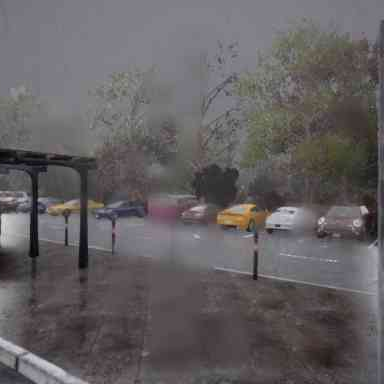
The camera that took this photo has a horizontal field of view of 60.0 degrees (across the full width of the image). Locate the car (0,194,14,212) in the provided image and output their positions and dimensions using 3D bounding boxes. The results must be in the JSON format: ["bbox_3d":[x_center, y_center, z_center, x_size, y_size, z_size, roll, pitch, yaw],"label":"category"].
[{"bbox_3d":[-16.988,1.251,34.716,2.097,1.535,5.008,1,0,35],"label":"car"}]

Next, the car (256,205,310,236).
[{"bbox_3d":[5.657,1.542,18.670,2.002,1.452,4.674,1,0,35],"label":"car"}]

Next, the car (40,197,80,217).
[{"bbox_3d":[-10.304,1.323,29.749,1.946,1.575,5.366,1,0,35],"label":"car"}]

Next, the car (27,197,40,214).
[{"bbox_3d":[-12.445,1.330,31.528,2.163,1.488,4.792,1,0,35],"label":"car"}]

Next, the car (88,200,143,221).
[{"bbox_3d":[-5.683,1.405,26.668,2.163,1.488,4.792,1,0,35],"label":"car"}]

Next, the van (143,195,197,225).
[{"bbox_3d":[-1.068,1.200,23.578,1.878,1.987,4.442,1,0,35],"label":"van"}]

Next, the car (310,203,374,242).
[{"bbox_3d":[7.943,1.402,17.092,2.185,1.767,4.553,1,0,35],"label":"car"}]

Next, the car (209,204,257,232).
[{"bbox_3d":[3.391,1.476,20.271,2.097,1.535,5.008,1,0,35],"label":"car"}]

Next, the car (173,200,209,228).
[{"bbox_3d":[1.125,1.491,21.878,2.002,1.452,4.674,1,0,35],"label":"car"}]

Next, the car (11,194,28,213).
[{"bbox_3d":[-14.723,1.277,33.113,2.231,1.521,4.892,1,0,35],"label":"car"}]

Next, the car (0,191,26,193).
[{"bbox_3d":[-21.537,0.950,37.896,2.435,2.045,5.566,1,0,35],"label":"car"}]
